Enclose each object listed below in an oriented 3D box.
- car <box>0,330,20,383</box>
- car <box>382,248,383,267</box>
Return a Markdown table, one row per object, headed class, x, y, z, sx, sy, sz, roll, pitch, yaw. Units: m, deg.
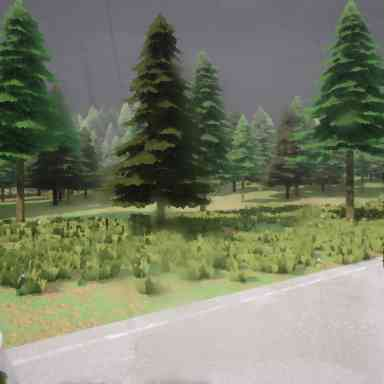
| class | x | y | z | sx | sy | sz | roll | pitch | yaw |
| --- | --- | --- | --- | --- | --- | --- | --- | --- | --- |
| car | -3.410 | 1.526 | 1.519 | 4.674 | 1.442 | 1.812 | 0 | 0 | -36 |
| car | 7.381 | 1.352 | 9.468 | 4.553 | 1.767 | 2.097 | 0 | 0 | -36 |
